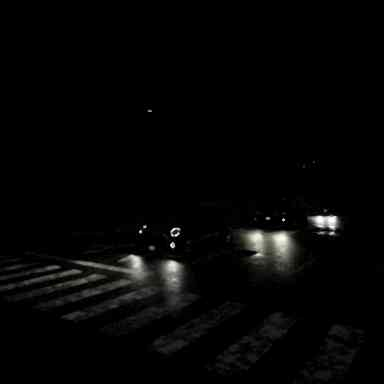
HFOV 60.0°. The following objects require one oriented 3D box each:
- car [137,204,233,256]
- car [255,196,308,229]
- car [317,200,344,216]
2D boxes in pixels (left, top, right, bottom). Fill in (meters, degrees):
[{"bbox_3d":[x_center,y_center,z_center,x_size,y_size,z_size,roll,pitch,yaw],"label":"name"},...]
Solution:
[{"bbox_3d":[-0.163,1.426,13.757,2.097,1.767,4.553,-1,0,35],"label":"car"},{"bbox_3d":[6.311,1.307,22.959,2.150,2.045,5.566,-1,-1,35],"label":"car"},{"bbox_3d":[14.440,1.595,34.474,2.128,1.511,4.902,-1,-1,35],"label":"car"}]
